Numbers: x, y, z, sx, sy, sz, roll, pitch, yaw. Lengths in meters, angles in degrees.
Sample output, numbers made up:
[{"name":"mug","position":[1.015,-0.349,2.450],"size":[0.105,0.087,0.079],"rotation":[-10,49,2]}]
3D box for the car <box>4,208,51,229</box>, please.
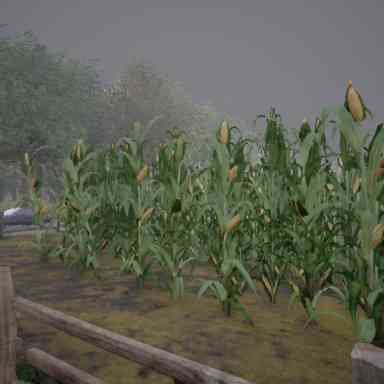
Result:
[{"name":"car","position":[-12.551,1.859,24.015],"size":[1.812,1.442,4.674],"rotation":[0,-1,34]}]
